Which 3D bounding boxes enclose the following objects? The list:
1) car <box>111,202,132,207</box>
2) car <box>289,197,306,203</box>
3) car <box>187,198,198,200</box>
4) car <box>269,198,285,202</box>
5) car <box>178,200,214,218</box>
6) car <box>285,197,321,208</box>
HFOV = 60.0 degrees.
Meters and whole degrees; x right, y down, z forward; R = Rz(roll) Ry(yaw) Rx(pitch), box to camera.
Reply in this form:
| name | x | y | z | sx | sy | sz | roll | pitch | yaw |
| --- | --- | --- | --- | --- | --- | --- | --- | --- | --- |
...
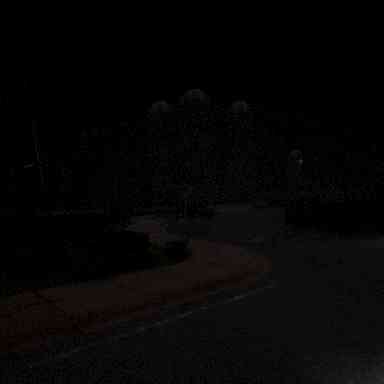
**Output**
| name | x | y | z | sx | sy | sz | roll | pitch | yaw |
| --- | --- | --- | --- | --- | --- | --- | --- | --- | --- |
| car | -9.195 | 2.076 | 42.943 | 1.816 | 1.474 | 4.193 | 0 | -1 | -42 |
| car | 28.152 | 2.125 | 88.674 | 4.902 | 1.511 | 2.128 | 0 | -1 | -43 |
| car | 0.345 | 1.869 | 52.486 | 1.905 | 1.878 | 3.866 | 0 | -1 | -42 |
| car | 18.171 | 1.992 | 68.863 | 2.242 | 1.667 | 4.611 | 0 | -1 | -42 |
| car | 0.387 | 1.884 | 34.278 | 1.784 | 1.438 | 3.905 | 0 | -1 | -42 |
| car | 16.815 | 1.636 | 49.623 | 1.932 | 1.855 | 4.605 | 0 | -1 | -42 |
